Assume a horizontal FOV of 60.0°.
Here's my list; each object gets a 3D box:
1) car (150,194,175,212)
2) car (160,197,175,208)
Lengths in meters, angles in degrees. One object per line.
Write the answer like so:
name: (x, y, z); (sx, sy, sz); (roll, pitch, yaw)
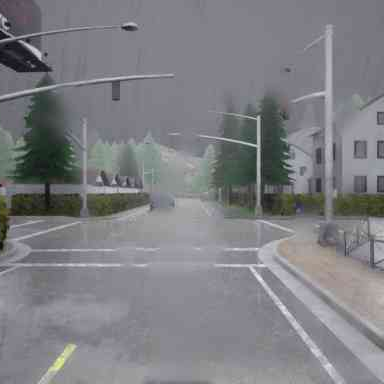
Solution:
car: (-3.579, 1.221, 38.998); (2.150, 2.045, 5.566); (0, 0, 0)
car: (-3.553, 1.526, 48.860); (1.812, 1.442, 4.674); (0, 0, 0)
